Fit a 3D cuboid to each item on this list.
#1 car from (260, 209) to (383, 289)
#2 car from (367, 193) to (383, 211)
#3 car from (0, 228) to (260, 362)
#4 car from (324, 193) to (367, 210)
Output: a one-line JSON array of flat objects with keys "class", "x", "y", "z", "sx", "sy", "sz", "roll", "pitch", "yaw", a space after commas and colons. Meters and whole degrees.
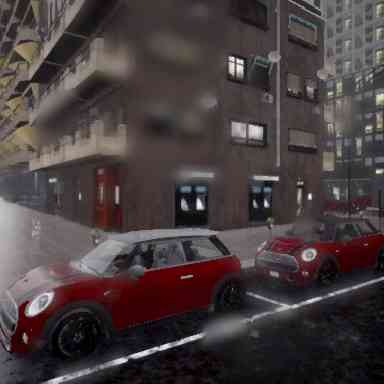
[{"class": "car", "x": 3.601, "y": 1.441, "z": 9.127, "sx": 4.097, "sy": 1.590, "sz": 1.967, "roll": 0, "pitch": 0, "yaw": -35}, {"class": "car", "x": 19.220, "y": 1.032, "z": 35.013, "sx": 2.192, "sy": 1.841, "sz": 5.009, "roll": 1, "pitch": 0, "yaw": -36}, {"class": "car", "x": -1.025, "y": 1.440, "z": 5.827, "sx": 4.097, "sy": 1.590, "sz": 1.967, "roll": 0, "pitch": 0, "yaw": -36}, {"class": "car", "x": 12.477, "y": 1.012, "z": 30.038, "sx": 2.192, "sy": 1.841, "sz": 5.009, "roll": 2, "pitch": 0, "yaw": -36}]
